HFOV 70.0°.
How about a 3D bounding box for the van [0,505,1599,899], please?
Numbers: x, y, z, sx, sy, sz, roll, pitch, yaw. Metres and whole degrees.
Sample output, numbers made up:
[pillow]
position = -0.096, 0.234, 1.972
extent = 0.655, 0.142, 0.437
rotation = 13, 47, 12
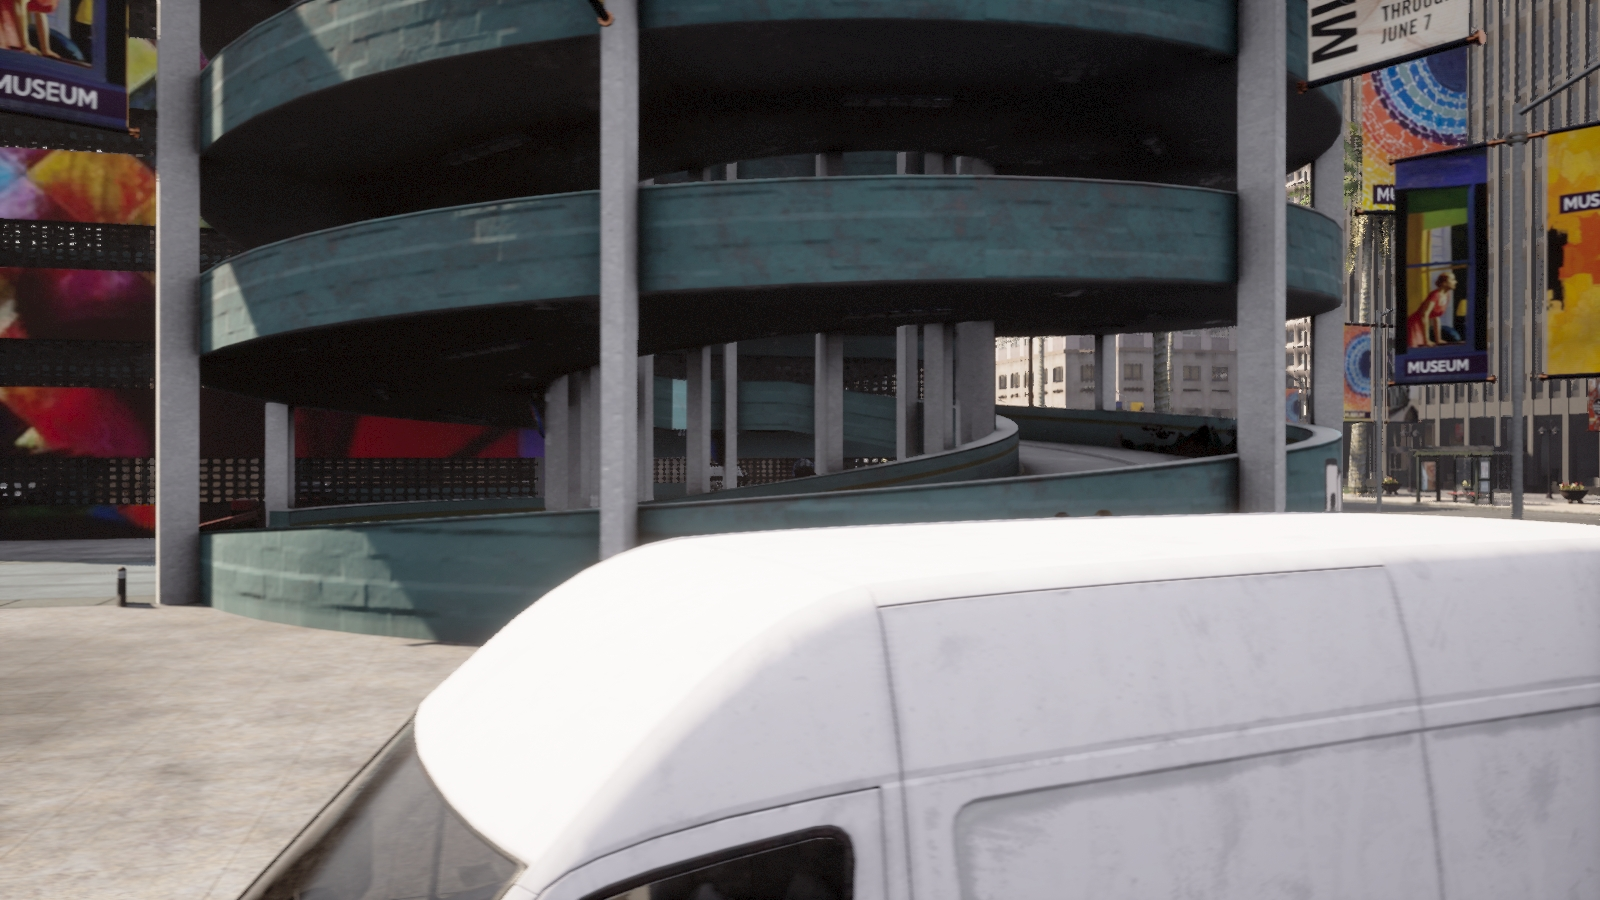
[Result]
[van]
position = 0.357, 1.538, 3.364
extent = 5.915, 2.561, 1.988
rotation = 0, 0, -23
